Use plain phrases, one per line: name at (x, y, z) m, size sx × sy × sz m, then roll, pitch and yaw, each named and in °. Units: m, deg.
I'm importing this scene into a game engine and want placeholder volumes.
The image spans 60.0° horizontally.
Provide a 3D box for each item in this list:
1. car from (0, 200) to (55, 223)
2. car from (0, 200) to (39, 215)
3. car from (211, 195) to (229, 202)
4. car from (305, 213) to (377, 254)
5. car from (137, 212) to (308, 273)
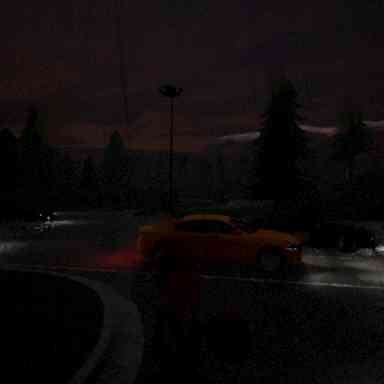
car at (-12.878, 1.474, 24.512) m, size 5.357 × 1.411 × 2.033 m, roll 0°, pitch 0°, yaw 14°
car at (-17.602, 1.467, 32.742) m, size 4.181 × 1.385 × 1.994 m, roll 0°, pitch 0°, yaw -7°
car at (5.822, 1.371, 69.479) m, size 1.994 × 1.385 × 4.181 m, roll 0°, pitch 0°, yaw -39°
car at (4.139, 1.511, 13.098) m, size 5.357 × 1.411 × 2.033 m, roll 0°, pitch 0°, yaw 14°
car at (0.798, 1.448, 10.316) m, size 5.008 × 1.535 × 1.882 m, roll 0°, pitch 0°, yaw 14°
